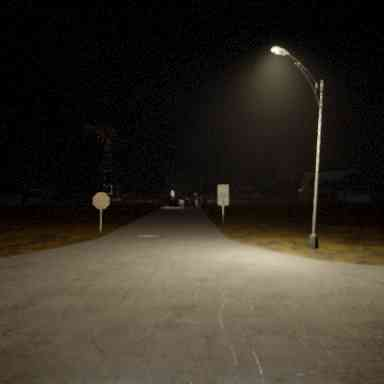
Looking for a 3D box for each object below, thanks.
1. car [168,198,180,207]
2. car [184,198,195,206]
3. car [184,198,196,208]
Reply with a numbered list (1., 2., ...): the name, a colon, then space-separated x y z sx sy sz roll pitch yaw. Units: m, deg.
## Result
1. car: -3.160 1.826 58.179 2.033 1.411 5.357 0 0 0
2. car: -0.452 1.842 64.039 2.033 1.411 5.357 0 0 0
3. car: -0.378 1.757 53.602 2.128 1.511 4.902 0 0 0
